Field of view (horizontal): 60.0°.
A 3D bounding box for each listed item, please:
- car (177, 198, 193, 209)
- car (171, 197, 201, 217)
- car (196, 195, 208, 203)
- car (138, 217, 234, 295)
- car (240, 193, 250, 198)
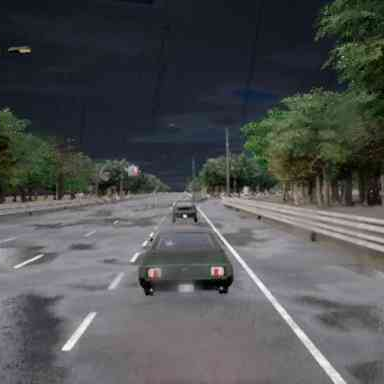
[{"bbox_3d":[-0.852,1.495,44.261,1.895,1.301,4.718,-1,0,1],"label":"car"},{"bbox_3d":[-0.564,1.445,25.853,1.837,1.490,4.892,-1,0,-1],"label":"car"},{"bbox_3d":[1.674,1.287,62.938,2.128,1.511,4.902,-1,0,14],"label":"car"},{"bbox_3d":[-0.163,1.580,8.679,1.895,1.301,4.718,-1,0,-1],"label":"car"},{"bbox_3d":[14.369,0.978,91.108,2.128,1.511,4.902,-1,0,37],"label":"car"}]
